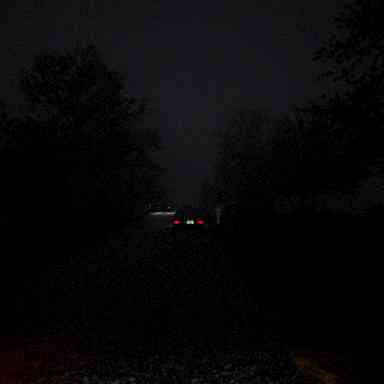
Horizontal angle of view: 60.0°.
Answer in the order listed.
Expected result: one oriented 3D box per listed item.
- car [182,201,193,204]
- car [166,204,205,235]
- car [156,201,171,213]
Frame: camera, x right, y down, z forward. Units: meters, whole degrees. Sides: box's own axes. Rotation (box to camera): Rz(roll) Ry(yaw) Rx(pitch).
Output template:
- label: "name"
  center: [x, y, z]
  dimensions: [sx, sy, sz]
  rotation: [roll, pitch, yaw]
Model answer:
- label: "car"
  center: [-0.628, 1.937, 42.766]
  dimensions: [1.812, 1.442, 4.674]
  rotation: [0, -1, -1]
- label: "car"
  center: [-0.211, 1.623, 19.482]
  dimensions: [2.033, 1.411, 5.357]
  rotation: [0, 0, -1]
- label: "car"
  center: [-3.587, 1.944, 43.978]
  dimensions: [1.837, 1.490, 4.892]
  rotation: [0, -1, -1]
